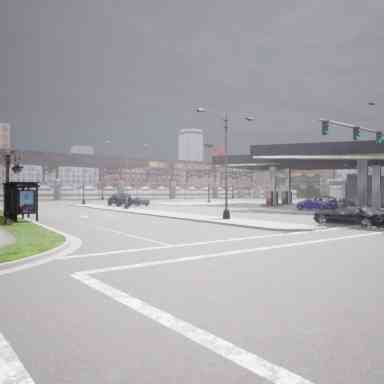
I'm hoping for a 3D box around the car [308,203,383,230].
[{"bbox_3d":[10.239,1.601,21.283,1.895,1.301,4.718,0,0,-35],"label":"car"}]

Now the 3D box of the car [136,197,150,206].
[{"bbox_3d":[-8.748,1.547,54.588,2.033,1.411,5.357,0,0,-35],"label":"car"}]

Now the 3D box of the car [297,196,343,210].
[{"bbox_3d":[14.323,1.295,38.331,2.242,1.667,4.611,0,0,-35],"label":"car"}]

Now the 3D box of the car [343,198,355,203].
[{"bbox_3d":[18.597,1.456,42.246,1.970,1.475,3.806,0,0,-35],"label":"car"}]

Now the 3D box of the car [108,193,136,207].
[{"bbox_3d":[-11.367,1.222,52.222,2.150,2.045,5.566,0,0,-35],"label":"car"}]
